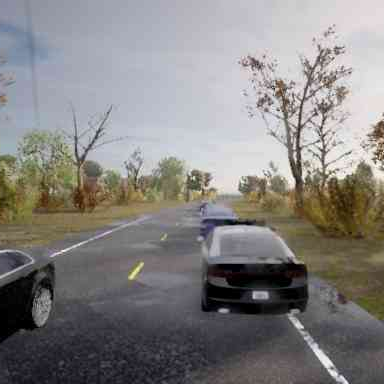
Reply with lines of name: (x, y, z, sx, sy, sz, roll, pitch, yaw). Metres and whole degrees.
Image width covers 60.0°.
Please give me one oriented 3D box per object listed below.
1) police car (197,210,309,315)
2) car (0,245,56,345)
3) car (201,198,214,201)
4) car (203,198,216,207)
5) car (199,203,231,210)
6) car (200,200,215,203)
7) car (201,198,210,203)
police car: (1.149, 1.463, 7.915, 1.930, 1.638, 5.238, 0, 0, 1)
car: (-3.420, 1.512, 4.172, 2.128, 1.511, 4.902, 0, 0, 1)
car: (2.068, 1.807, 46.406, 1.812, 1.442, 4.674, 0, -1, 6)
car: (3.236, 1.899, 60.187, 2.128, 1.511, 4.902, 0, -1, 6)
car: (1.419, 1.563, 17.756, 1.882, 1.535, 5.008, 0, 0, 2)
car: (1.658, 1.596, 23.725, 1.882, 1.535, 5.008, 0, 0, 3)
car: (3.714, 2.268, 90.735, 1.994, 1.385, 4.181, 0, -1, 9)
